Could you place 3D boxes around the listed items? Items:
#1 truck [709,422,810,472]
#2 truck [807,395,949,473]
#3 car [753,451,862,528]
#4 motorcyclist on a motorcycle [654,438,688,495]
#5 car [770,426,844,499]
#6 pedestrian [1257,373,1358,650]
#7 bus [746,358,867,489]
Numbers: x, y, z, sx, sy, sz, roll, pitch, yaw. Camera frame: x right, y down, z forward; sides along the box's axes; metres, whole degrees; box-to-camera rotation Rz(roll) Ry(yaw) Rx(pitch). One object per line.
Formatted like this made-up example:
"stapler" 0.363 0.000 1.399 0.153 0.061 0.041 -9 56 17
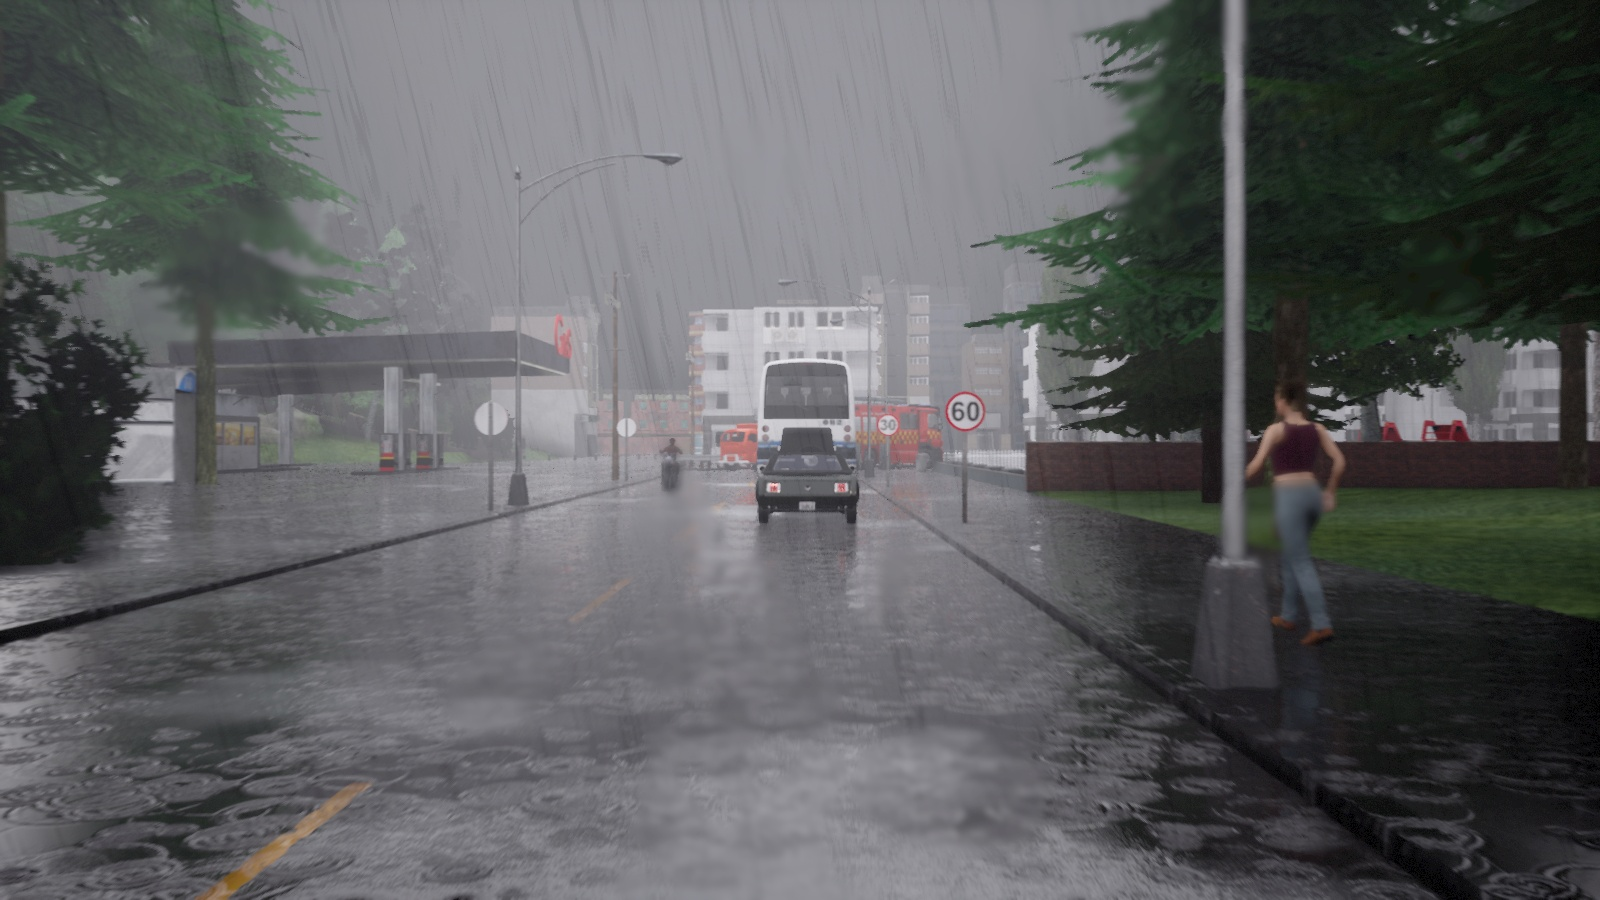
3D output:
"truck" -2.042 -0.152 64.990 2.627 2.467 5.204 0 0 34
"truck" 4.213 -0.830 65.890 2.891 3.827 8.468 0 0 41
"car" 0.140 0.693 24.248 1.895 1.301 4.718 0 0 0
"motorcyclist on a motorcycle" -3.805 0.459 37.147 0.766 1.649 2.350 0 1 0
"car" 0.184 0.324 34.217 1.905 1.878 3.866 0 0 0
"pedestrian" 3.480 0.404 8.631 0.345 1.836 0.594 0 0 -16
"bus" 0.233 -0.920 45.889 3.944 4.253 10.273 0 1 0
